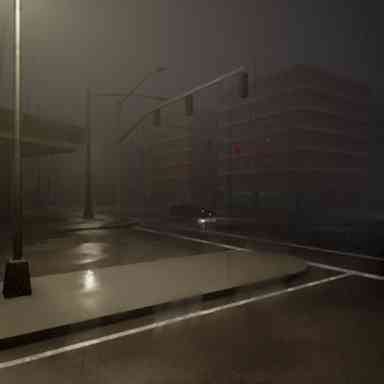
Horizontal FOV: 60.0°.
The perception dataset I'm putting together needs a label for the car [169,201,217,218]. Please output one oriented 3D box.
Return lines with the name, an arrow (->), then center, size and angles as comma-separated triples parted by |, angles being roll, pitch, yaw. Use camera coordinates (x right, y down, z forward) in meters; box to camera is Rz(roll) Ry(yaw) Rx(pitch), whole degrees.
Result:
car -> -0.031, 1.542, 30.568 | 2.033, 1.411, 5.357 | 0, 0, -36
